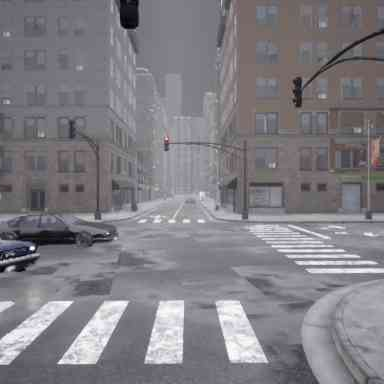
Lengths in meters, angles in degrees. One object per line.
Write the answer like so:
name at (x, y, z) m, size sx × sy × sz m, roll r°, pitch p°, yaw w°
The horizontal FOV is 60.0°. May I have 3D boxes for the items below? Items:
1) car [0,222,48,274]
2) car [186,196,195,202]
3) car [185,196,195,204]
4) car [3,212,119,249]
car at (-6.564, 1.616, 9.155) m, size 4.718 × 1.301 × 1.895 m, roll 0°, pitch 0°, yaw 22°
car at (-0.410, 1.484, 73.744) m, size 1.895 × 1.301 × 4.718 m, roll 0°, pitch 0°, yaw 0°
car at (-0.337, 1.649, 63.739) m, size 1.895 × 1.301 × 4.718 m, roll 0°, pitch 0°, yaw 0°
car at (-5.880, 1.560, 13.879) m, size 5.357 × 1.411 × 2.033 m, roll 0°, pitch 0°, yaw -1°
